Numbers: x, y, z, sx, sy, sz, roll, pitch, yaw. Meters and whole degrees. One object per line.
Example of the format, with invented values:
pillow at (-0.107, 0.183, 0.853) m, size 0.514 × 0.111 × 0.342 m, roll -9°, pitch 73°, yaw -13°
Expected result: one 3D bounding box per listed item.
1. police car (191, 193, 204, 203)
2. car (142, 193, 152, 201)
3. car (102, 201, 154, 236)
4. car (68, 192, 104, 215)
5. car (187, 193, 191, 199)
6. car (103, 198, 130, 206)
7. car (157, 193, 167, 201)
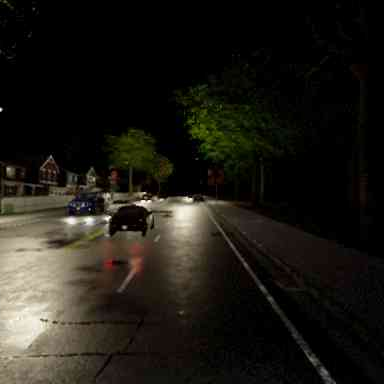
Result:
police car at (1.156, 1.094, 61.035) m, size 1.930 × 1.638 × 5.238 m, roll 0°, pitch 0°, yaw 0°
car at (-9.729, 1.078, 72.198) m, size 2.128 × 1.511 × 4.902 m, roll 0°, pitch 0°, yaw 0°
car at (-3.143, 1.442, 17.802) m, size 1.812 × 1.442 × 4.674 m, roll 0°, pitch 0°, yaw 0°
car at (-9.835, 1.051, 31.553) m, size 2.150 × 2.045 × 5.566 m, roll 0°, pitch 0°, yaw 0°
car at (0.024, 1.013, 79.188) m, size 1.812 × 1.442 × 4.674 m, roll 0°, pitch 0°, yaw 0°
car at (-6.585, 1.358, 31.128) m, size 1.812 × 1.442 × 4.674 m, roll 0°, pitch 0°, yaw 0°
car at (-6.479, 1.031, 72.197) m, size 1.882 × 1.535 × 5.008 m, roll 0°, pitch 0°, yaw 0°
